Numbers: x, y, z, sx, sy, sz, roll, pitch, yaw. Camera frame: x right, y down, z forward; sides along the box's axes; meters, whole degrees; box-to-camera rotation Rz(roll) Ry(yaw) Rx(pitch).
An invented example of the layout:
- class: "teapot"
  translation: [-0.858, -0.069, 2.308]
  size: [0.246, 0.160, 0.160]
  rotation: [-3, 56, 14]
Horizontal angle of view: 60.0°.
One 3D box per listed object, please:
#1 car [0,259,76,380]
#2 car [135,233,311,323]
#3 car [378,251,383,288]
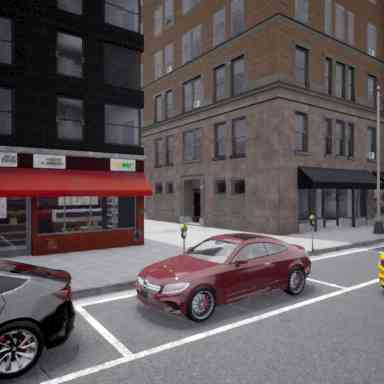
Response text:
- class: "car"
  translation: [-3.630, 1.566, 3.945]
  size: [4.313, 1.339, 1.947]
  rotation: [0, 0, -35]
- class: "car"
  translation: [0.851, 1.582, 7.137]
  size: [4.206, 1.307, 1.802]
  rotation: [0, 0, -35]
- class: "car"
  translation: [6.356, 1.478, 7.900]
  size: [5.008, 1.535, 1.882]
  rotation: [0, 0, -35]
